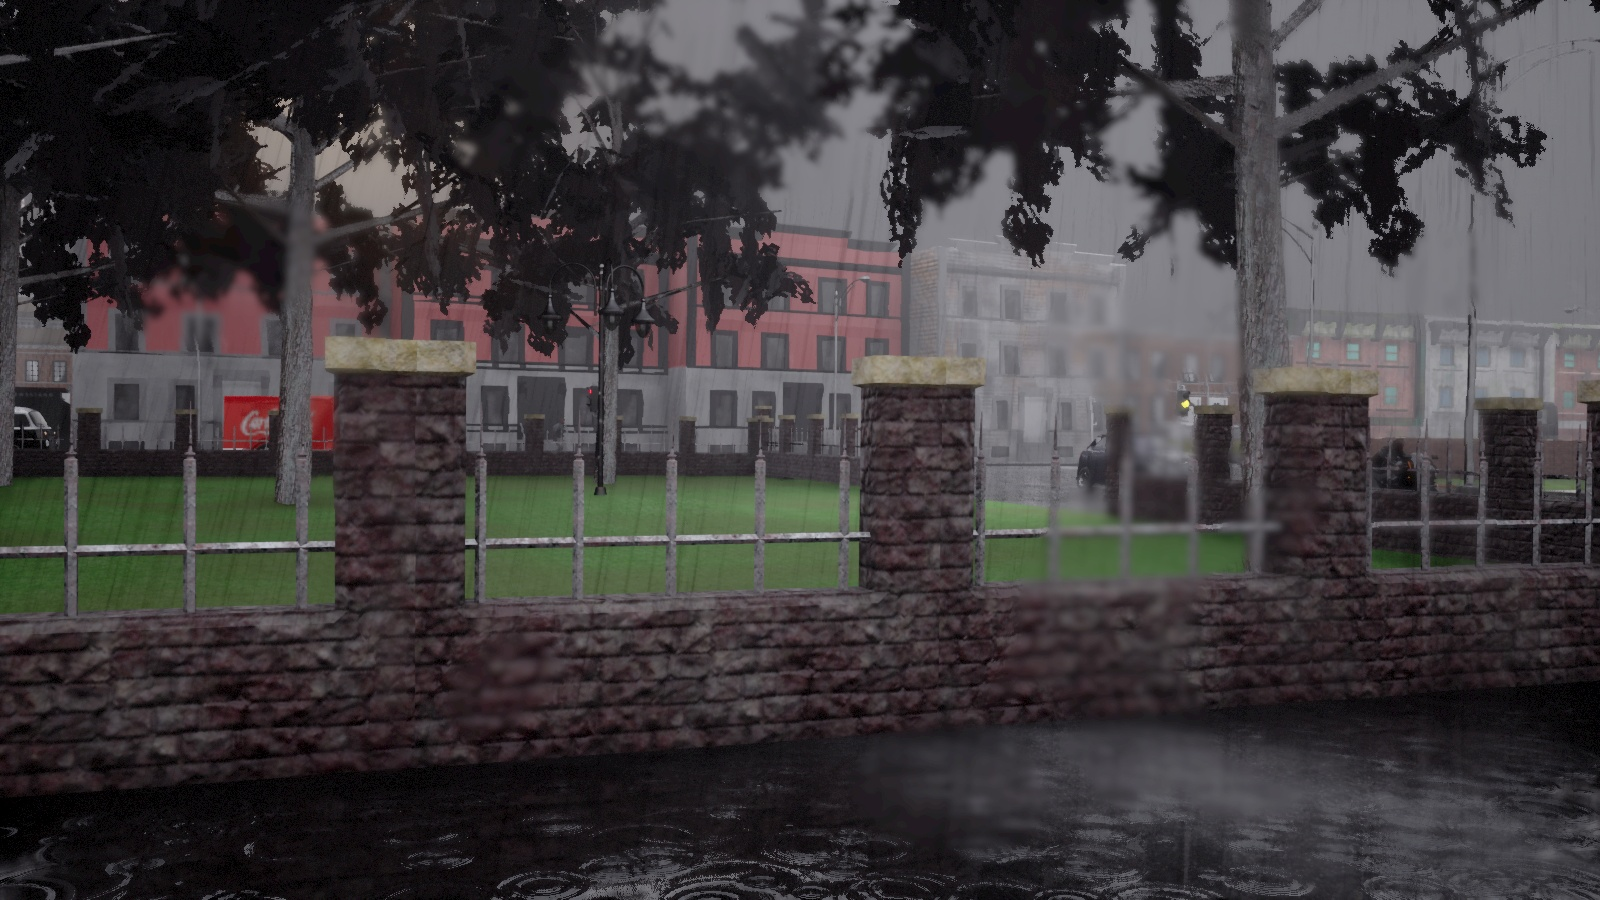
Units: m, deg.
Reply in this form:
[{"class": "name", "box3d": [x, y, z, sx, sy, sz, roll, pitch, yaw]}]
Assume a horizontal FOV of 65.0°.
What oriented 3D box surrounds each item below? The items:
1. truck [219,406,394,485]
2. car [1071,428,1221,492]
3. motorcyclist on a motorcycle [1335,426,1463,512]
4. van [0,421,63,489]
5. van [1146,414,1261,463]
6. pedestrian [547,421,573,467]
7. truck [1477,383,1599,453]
[{"class": "truck", "box3d": [-16.271, -0.192, 41.748, 5.204, 2.467, 2.627, -1, 1, -18]}, {"class": "car", "box3d": [8.567, 0.208, 31.409, 1.845, 1.501, 3.633, -1, 1, -20]}, {"class": "motorcyclist on a motorcycle", "box3d": [11.227, 0.327, 23.635, 0.866, 1.530, 2.191, -1, 1, -21]}, {"class": "van", "box3d": [-25.457, 0.169, 38.585, 4.480, 2.038, 2.069, -1, 1, -19]}, {"class": "van", "box3d": [17.084, -0.499, 53.202, 4.442, 1.987, 1.775, -1, 1, -19]}, {"class": "pedestrian", "box3d": [-9.869, -0.232, 51.638, 0.849, 1.883, 0.563, 0, 1, 17]}, {"class": "truck", "box3d": [39.333, -1.667, 65.019, 7.936, 3.462, 2.891, -1, 1, -19]}]
